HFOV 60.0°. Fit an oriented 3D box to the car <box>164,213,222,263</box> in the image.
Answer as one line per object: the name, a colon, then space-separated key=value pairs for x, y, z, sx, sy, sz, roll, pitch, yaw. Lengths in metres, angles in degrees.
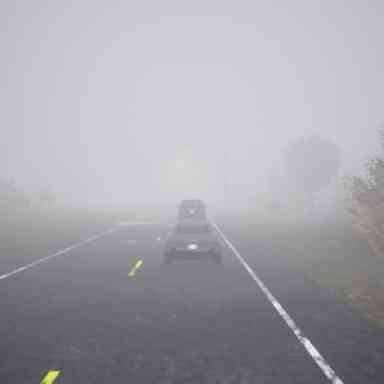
car: x=0.045 y=1.720 z=12.548 sx=1.994 sy=1.385 sz=4.181 roll=0 pitch=-1 yaw=1

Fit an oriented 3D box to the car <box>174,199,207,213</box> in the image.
car: x=0.026 y=1.546 z=26.200 sx=2.150 sy=2.045 sz=5.566 roll=0 pitch=0 yaw=1

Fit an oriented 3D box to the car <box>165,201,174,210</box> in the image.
car: x=-3.557 y=2.261 z=56.742 sx=2.033 sy=1.411 sz=5.357 roll=0 pitch=-1 yaw=1
